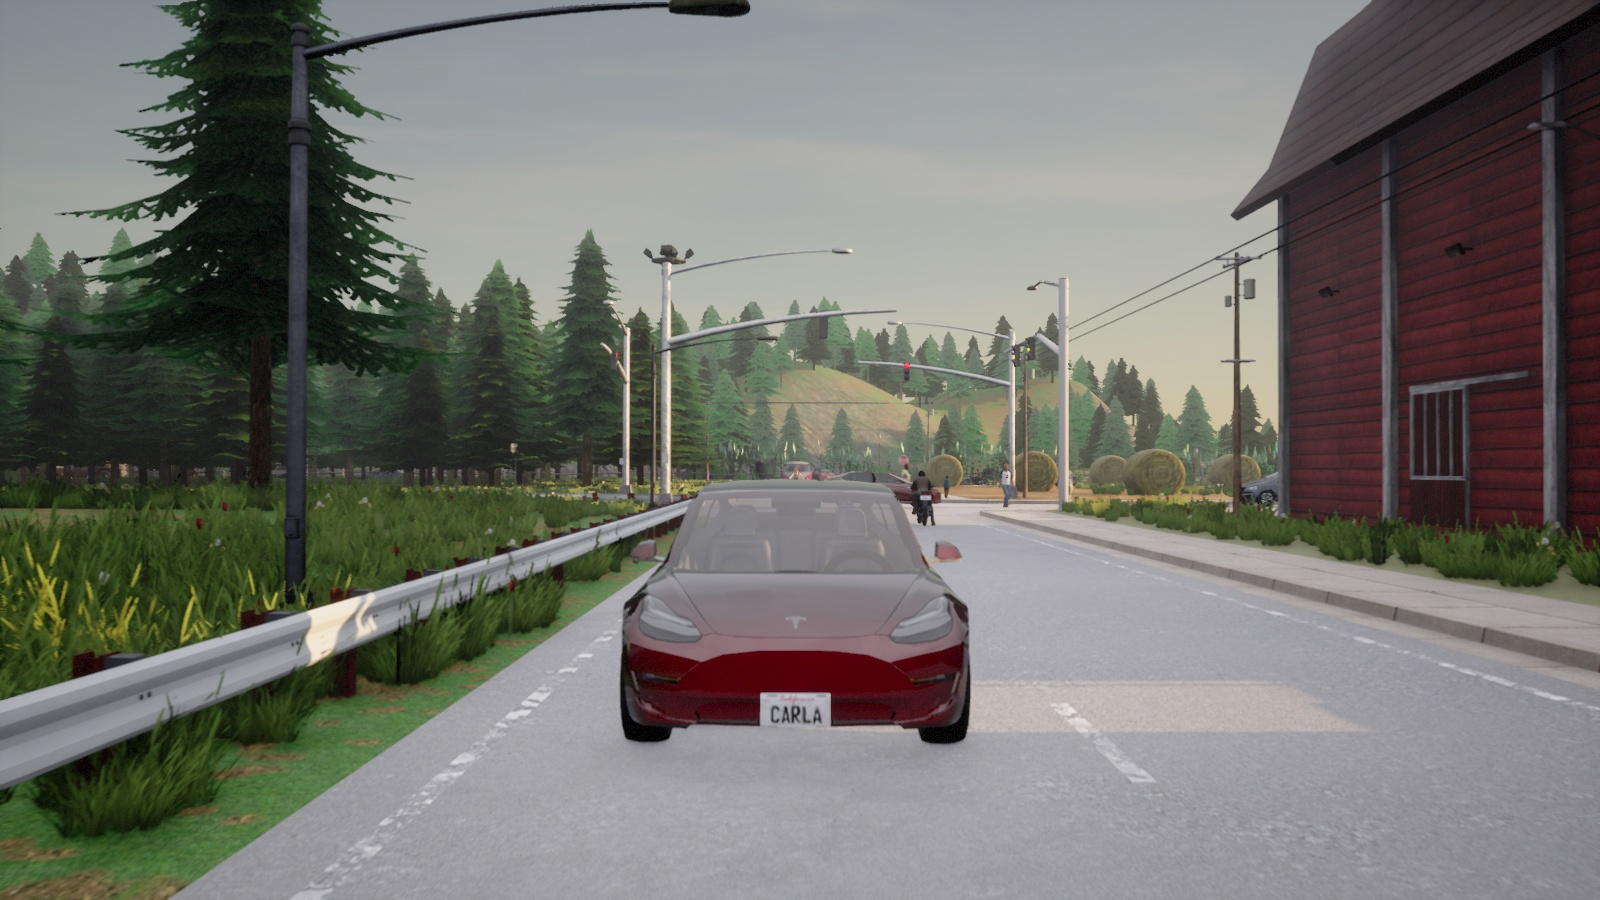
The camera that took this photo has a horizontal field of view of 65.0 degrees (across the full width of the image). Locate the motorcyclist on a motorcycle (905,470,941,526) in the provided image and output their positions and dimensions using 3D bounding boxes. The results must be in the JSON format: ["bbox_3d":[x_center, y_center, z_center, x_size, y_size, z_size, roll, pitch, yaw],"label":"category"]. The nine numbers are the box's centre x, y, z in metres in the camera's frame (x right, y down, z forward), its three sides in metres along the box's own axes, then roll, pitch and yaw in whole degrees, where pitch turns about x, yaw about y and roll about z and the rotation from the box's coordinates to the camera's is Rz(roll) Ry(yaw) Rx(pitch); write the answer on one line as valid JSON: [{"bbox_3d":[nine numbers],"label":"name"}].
[{"bbox_3d":[3.411,1.309,35.095,0.797,1.523,2.044,0,-1,0],"label":"motorcyclist on a motorcycle"}]

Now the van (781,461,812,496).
[{"bbox_3d":[-0.186,1.674,73.618,1.775,1.987,4.442,0,-1,0],"label":"van"}]

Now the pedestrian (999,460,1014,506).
[{"bbox_3d":[8.271,1.312,50.315,0.354,1.836,0.706,0,-1,-10],"label":"pedestrian"}]

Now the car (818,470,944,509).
[{"bbox_3d":[3.134,1.528,49.388,4.792,1.488,2.163,0,-1,-1],"label":"car"}]

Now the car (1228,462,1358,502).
[{"bbox_3d":[20.867,1.345,53.259,4.611,1.667,2.242,0,-1,-1],"label":"car"}]

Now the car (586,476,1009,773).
[{"bbox_3d":[-0.023,0.945,8.843,2.163,1.488,4.792,0,-1,0],"label":"car"}]
